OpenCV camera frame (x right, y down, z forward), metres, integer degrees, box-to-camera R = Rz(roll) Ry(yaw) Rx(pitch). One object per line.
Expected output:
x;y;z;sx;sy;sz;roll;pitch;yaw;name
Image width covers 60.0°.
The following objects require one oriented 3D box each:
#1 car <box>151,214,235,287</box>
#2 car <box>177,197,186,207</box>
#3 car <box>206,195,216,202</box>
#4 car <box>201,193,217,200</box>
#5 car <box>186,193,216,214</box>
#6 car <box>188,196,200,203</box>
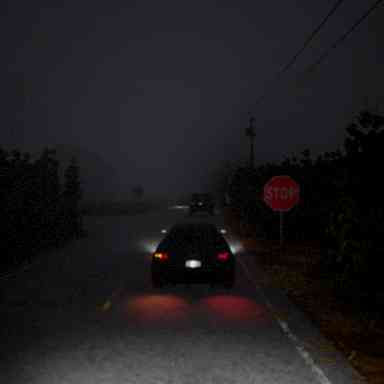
0.042;1.533;9.272;1.994;1.385;4.181;0;0;1;car
-1.032;1.388;48.580;2.033;1.411;5.357;0;0;5;car
3.978;1.329;68.895;1.994;1.385;4.181;0;0;5;car
3.964;1.032;78.956;2.097;1.767;4.553;0;0;-24;car
0.945;1.118;31.274;2.150;2.045;5.566;0;0;4;car
0.333;1.391;64.023;1.895;1.301;4.718;0;0;5;car
